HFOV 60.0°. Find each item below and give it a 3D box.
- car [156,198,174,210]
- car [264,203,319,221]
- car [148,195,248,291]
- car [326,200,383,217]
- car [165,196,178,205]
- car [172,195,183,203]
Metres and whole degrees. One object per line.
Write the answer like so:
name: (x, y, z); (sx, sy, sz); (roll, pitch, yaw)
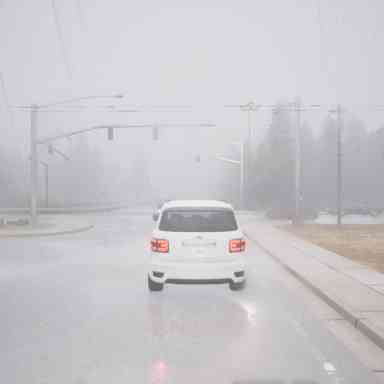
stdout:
car: (-3.593, 1.547, 44.989); (2.033, 1.411, 5.357); (0, 0, 0)
car: (8.007, 1.591, 26.956); (4.181, 1.385, 1.994); (0, 0, 2)
car: (0.067, 1.218, 9.137); (2.150, 2.045, 5.566); (0, 0, -2)
car: (14.898, 1.518, 30.544); (4.902, 1.511, 2.128); (0, 0, 1)
car: (-3.547, 1.506, 58.304); (1.837, 1.490, 4.892); (0, 0, 1)
car: (-3.215, 1.515, 74.101); (2.128, 1.511, 4.902); (0, 0, 1)
